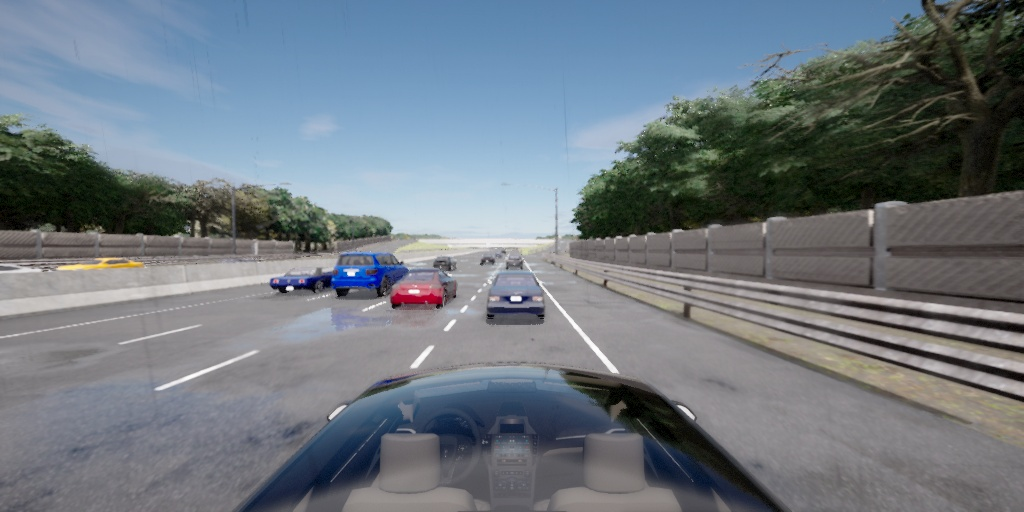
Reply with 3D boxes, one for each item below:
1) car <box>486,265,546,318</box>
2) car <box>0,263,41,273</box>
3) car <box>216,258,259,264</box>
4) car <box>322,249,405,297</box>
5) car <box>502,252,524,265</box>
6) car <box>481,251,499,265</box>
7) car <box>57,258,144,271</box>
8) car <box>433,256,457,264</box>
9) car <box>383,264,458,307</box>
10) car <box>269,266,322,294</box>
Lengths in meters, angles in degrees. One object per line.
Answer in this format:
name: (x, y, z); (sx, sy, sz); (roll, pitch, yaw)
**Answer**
car: (0.123, 1.218, 12.530); (2.033, 1.411, 5.357); (0, 1, 0)
car: (-28.053, 1.118, 18.832); (1.812, 1.442, 4.674); (0, 1, 0)
car: (-21.008, 0.937, 27.177); (2.128, 1.511, 4.902); (0, 1, 0)
car: (-6.859, 0.825, 18.001); (2.150, 2.045, 5.566); (0, 1, 0)
car: (0.284, 0.621, 40.236); (2.128, 1.511, 4.902); (0, 2, 0)
car: (-3.230, 0.418, 49.280); (1.812, 1.442, 4.674); (0, 2, 1)
car: (-31.504, 0.914, 27.643); (1.882, 1.535, 5.008); (0, 1, 0)
car: (-6.748, 0.736, 36.390); (1.837, 1.490, 4.892); (0, 1, 0)
car: (-3.472, 1.212, 14.765); (1.994, 1.385, 4.181); (0, 1, 0)
car: (-10.355, 1.191, 18.949); (1.895, 1.301, 4.718); (0, 1, 0)
